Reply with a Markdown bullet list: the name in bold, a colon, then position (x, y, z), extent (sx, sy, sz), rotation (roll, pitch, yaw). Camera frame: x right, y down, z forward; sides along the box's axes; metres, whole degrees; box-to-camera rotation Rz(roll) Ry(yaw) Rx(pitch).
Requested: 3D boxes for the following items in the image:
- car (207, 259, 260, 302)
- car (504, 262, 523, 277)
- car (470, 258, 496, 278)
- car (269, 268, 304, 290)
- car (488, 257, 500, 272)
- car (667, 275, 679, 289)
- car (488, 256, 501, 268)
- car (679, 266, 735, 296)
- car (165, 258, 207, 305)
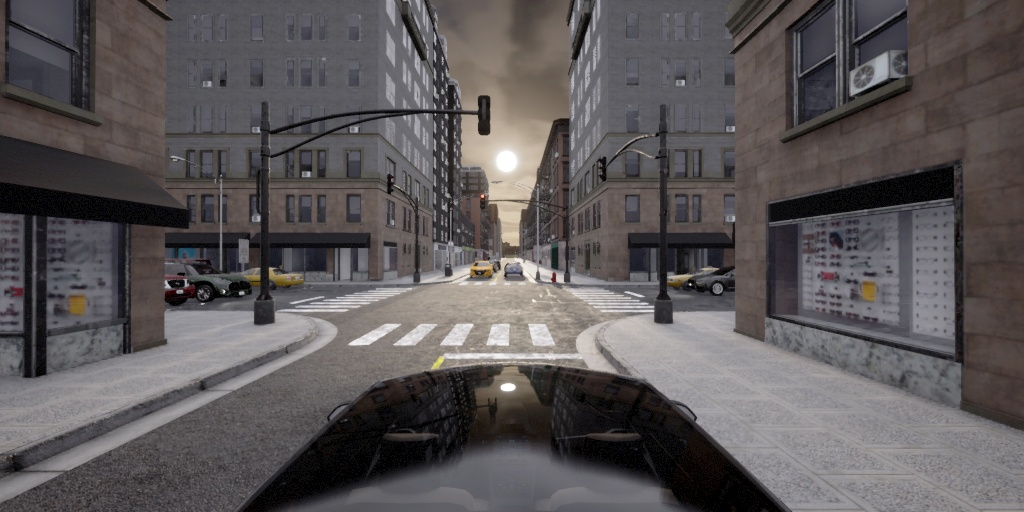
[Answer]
- **car**: position (-14.387, 1.083, 16.119), extent (4.553, 1.767, 2.097), rotation (0, 0, 0)
- **car**: position (0.174, 1.291, 35.838), extent (2.033, 1.411, 5.357), rotation (0, 0, -1)
- **car**: position (-2.839, 1.222, 33.937), extent (1.882, 1.535, 5.008), rotation (0, 0, 0)
- **car**: position (-15.246, 1.279, 21.605), extent (4.829, 1.417, 1.751), rotation (0, 0, 0)
- **car**: position (-2.839, 1.244, 44.339), extent (1.837, 1.490, 4.892), rotation (0, 0, 0)
- **car**: position (11.638, 1.304, 21.561), extent (4.829, 1.417, 1.751), rotation (0, 0, 0)
- **car**: position (-2.831, 0.953, 54.932), extent (2.150, 2.045, 5.566), rotation (0, 0, 0)
- **car**: position (11.904, 1.273, 19.014), extent (4.892, 1.490, 1.837), rotation (0, 0, 1)
- **car**: position (-15.097, 1.035, 13.579), extent (5.009, 1.841, 2.192), rotation (0, 0, 0)
